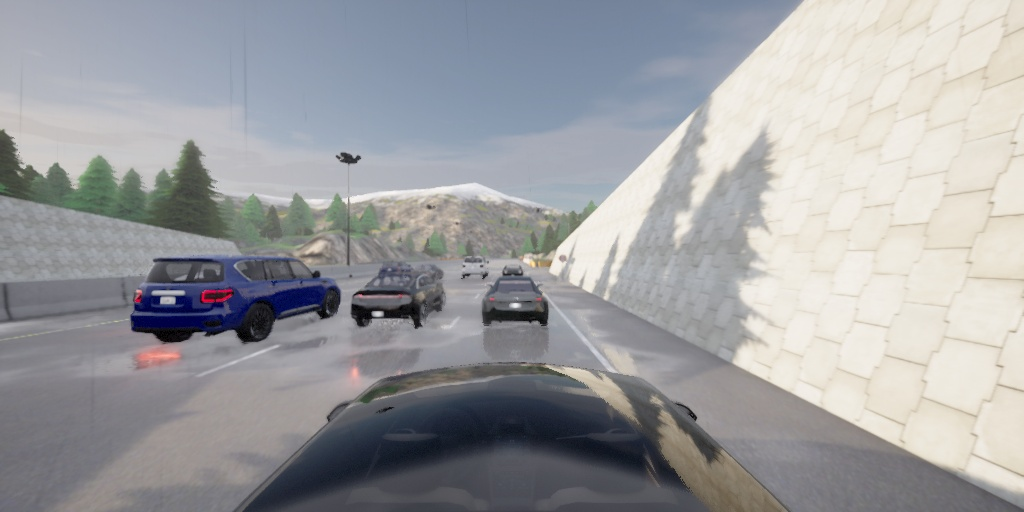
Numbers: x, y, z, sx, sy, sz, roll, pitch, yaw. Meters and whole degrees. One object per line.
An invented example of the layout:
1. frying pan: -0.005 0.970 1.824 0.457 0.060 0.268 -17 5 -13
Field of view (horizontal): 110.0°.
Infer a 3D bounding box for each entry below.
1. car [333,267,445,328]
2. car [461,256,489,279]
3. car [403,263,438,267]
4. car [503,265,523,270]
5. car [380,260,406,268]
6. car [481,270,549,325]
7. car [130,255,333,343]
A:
1. car: -3.407 1.269 11.529 2.128 1.511 4.902 0 0 0
2. car: -3.420 1.060 33.861 2.150 2.045 5.566 0 0 0
3. car: -6.916 1.374 29.469 2.033 1.411 5.357 0 0 0
4. car: 0.082 1.438 33.276 1.895 1.301 4.718 0 0 0
5. car: -10.418 1.188 32.636 2.097 1.767 4.553 0 0 0
6. car: 0.094 1.342 11.906 1.994 1.385 4.181 0 0 0
7. car: -6.905 0.994 9.875 2.150 2.045 5.566 0 0 0
